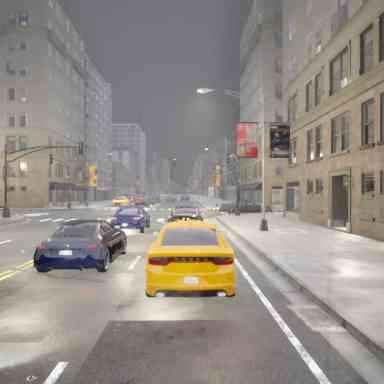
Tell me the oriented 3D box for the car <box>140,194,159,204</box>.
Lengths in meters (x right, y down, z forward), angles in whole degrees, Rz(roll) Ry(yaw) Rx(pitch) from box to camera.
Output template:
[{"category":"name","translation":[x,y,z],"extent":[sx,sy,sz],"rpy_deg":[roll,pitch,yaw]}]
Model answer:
[{"category":"car","translation":[-7.810,1.571,60.751],"extent":[2.033,1.411,5.357],"rpy_deg":[0,0,-1]}]

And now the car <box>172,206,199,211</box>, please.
[{"category":"car","translation":[-0.353,1.509,18.082],"extent":[1.837,1.490,4.892],"rpy_deg":[0,0,-1]}]

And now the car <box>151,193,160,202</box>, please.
[{"category":"car","translation":[-7.973,1.251,71.226],"extent":[2.150,2.045,5.566],"rpy_deg":[0,0,-1]}]

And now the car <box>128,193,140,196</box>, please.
[{"category":"car","translation":[-11.069,1.245,61.081],"extent":[2.150,2.045,5.566],"rpy_deg":[0,0,-1]}]

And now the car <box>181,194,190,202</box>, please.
[{"category":"car","translation":[-1.669,1.377,80.642],"extent":[2.097,1.767,4.553],"rpy_deg":[0,0,-1]}]

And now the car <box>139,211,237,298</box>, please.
[{"category":"car","translation":[-0.053,1.479,8.601],"extent":[1.882,1.535,5.008],"rpy_deg":[0,0,-1]}]

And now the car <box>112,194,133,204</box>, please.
[{"category":"car","translation":[-10.894,1.498,51.146],"extent":[1.882,1.535,5.008],"rpy_deg":[0,0,-1]}]

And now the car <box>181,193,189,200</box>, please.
[{"category":"car","translation":[-1.881,1.249,90.643],"extent":[2.097,1.767,4.553],"rpy_deg":[0,0,-1]}]

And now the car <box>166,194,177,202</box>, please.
[{"category":"car","translation":[-4.830,1.578,76.378],"extent":[1.994,1.385,4.181],"rpy_deg":[0,0,-1]}]

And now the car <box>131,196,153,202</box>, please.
[{"category":"car","translation":[-7.641,1.621,51.108],"extent":[1.895,1.301,4.718],"rpy_deg":[0,0,-1]}]

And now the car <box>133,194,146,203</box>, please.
[{"category":"car","translation":[-11.220,1.381,71.070],"extent":[2.097,1.767,4.553],"rpy_deg":[0,0,-1]}]

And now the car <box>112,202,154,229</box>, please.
[{"category":"car","translation":[-3.533,1.531,19.481],"extent":[1.812,1.442,4.674],"rpy_deg":[0,0,-1]}]

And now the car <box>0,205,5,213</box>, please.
[{"category":"car","translation":[-21.313,1.590,33.293],"extent":[4.718,1.301,1.895],"rpy_deg":[0,0,1]}]

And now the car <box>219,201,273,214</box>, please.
[{"category":"car","translation":[5.454,1.579,33.819],"extent":[5.357,1.411,2.033],"rpy_deg":[0,0,-1]}]

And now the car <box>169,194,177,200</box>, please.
[{"category":"car","translation":[-5.155,1.381,91.821],"extent":[2.097,1.767,4.553],"rpy_deg":[0,0,-1]}]

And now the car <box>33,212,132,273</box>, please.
[{"category":"car","translation":[-3.355,1.566,10.739],"extent":[1.994,1.385,4.181],"rpy_deg":[0,0,-1]}]
